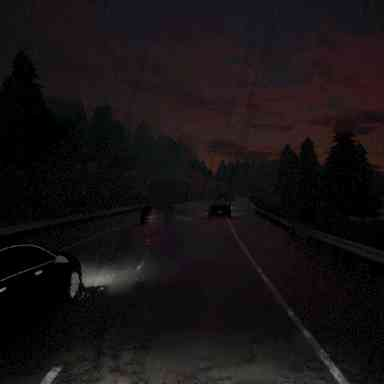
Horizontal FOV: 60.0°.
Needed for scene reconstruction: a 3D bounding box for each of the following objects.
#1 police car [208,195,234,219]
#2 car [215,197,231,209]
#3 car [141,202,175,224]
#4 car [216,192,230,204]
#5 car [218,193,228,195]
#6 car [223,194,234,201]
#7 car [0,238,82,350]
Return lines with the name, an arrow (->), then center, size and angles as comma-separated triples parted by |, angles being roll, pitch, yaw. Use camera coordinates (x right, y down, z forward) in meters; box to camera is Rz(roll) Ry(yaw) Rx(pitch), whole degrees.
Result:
police car -> 2.424, 1.380, 29.070 | 1.930, 1.638, 5.238 | 0, 0, 5
car -> 4.198, 1.457, 44.563 | 1.812, 1.442, 4.674 | 0, 0, 8
car -> -2.406, 1.464, 24.075 | 1.837, 1.490, 4.892 | 0, 0, 4
car -> 5.900, 1.122, 62.098 | 2.150, 2.045, 5.566 | 0, 0, 10
car -> 3.439, 1.291, 38.692 | 2.097, 1.767, 4.553 | 0, 0, 7
car -> 8.480, 1.280, 76.683 | 2.033, 1.411, 5.357 | 0, 0, 11
car -> -3.299, 1.494, 5.234 | 1.837, 1.490, 4.892 | 0, 0, 1
